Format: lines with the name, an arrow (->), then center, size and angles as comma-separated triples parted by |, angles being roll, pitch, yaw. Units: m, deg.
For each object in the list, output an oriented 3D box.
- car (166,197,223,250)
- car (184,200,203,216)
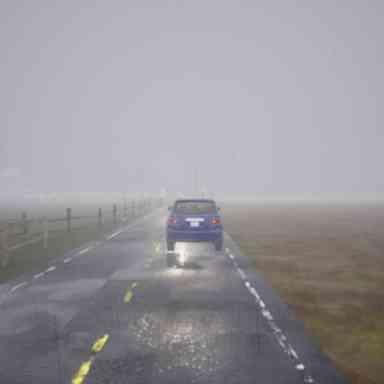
car -> 0.103, 1.233, 14.507 | 2.150, 2.045, 5.566 | 0, 0, 0
car -> 0.109, 1.564, 33.821 | 1.812, 1.442, 4.674 | 0, 0, 0
